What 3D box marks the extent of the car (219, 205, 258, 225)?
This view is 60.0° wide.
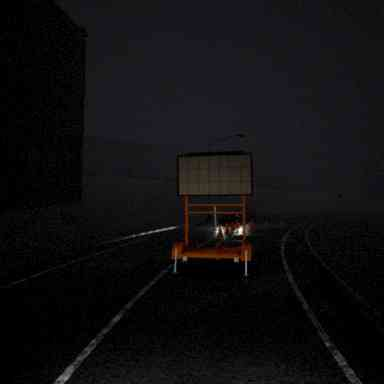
[{"bbox_3d":[3.882,1.839,27.312,1.882,1.535,5.008,-3,-2,28],"label":"car"}]

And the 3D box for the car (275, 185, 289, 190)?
[{"bbox_3d":[19.350,-0.811,76.081,4.674,1.452,2.002,4,-6,-39],"label":"car"}]

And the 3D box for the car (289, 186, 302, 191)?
[{"bbox_3d":[23.471,-0.576,79.596,4.892,1.521,2.231,4,-6,-40],"label":"car"}]

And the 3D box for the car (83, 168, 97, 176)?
[{"bbox_3d":[-16.697,-2.866,50.417,4.553,1.767,2.185,2,-5,-33],"label":"car"}]

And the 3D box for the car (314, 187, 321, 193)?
[{"bbox_3d":[31.785,-0.178,87.162,5.566,2.045,2.435,5,-6,-43],"label":"car"}]

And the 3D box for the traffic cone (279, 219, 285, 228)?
[{"bbox_3d":[6.082,2.130,22.519,0.340,0.580,0.340,-2,-1,17],"label":"traffic cone"}]

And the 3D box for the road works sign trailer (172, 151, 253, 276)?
[{"bbox_3d":[0.756,0.525,10.653,2.380,3.560,2.880,-1,-1,12],"label":"road works sign trailer"}]

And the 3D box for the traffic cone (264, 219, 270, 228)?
[{"bbox_3d":[5.126,2.159,22.802,0.340,0.580,0.340,-2,-1,17],"label":"traffic cone"}]

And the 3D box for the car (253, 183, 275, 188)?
[{"bbox_3d":[15.078,-1.091,72.596,4.792,1.488,2.163,3,-6,-38],"label":"car"}]

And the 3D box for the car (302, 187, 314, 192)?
[{"bbox_3d":[27.671,-0.391,83.351,4.553,1.767,2.185,4,-6,-42],"label":"car"}]

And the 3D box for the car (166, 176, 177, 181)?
[{"bbox_3d":[-2.932,-2.136,59.416,4.892,1.521,2.231,3,-5,-33],"label":"car"}]

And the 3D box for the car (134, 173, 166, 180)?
[{"bbox_3d":[-7.545,-2.347,56.391,4.892,1.521,2.231,2,-5,-33],"label":"car"}]
